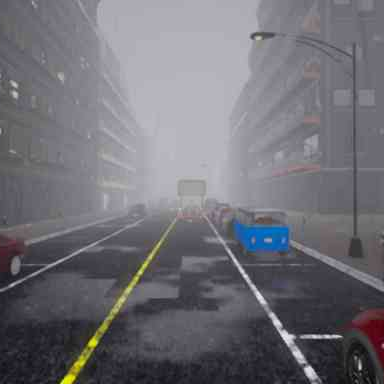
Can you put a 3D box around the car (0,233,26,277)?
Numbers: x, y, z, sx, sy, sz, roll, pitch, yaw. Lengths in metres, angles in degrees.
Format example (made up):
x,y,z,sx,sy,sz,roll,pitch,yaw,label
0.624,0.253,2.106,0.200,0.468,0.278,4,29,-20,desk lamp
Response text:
x,y,z,sx,sy,sz,roll,pitch,yaw,label
-5.695,1.628,7.890,1.887,1.381,4.507,0,-1,0,car

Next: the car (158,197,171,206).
x,y,z,sx,sy,sz,roll,pitch,yaw,label
-5.739,2.019,69.891,2.192,1.841,5.009,0,-1,0,car

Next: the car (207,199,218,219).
x,y,z,sx,sy,sz,roll,pitch,yaw,label
2.669,1.754,30.439,1.967,1.590,4.097,0,-1,0,car

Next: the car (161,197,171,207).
x,y,z,sx,sy,sz,roll,pitch,yaw,label
-5.736,2.089,64.254,1.967,1.590,4.097,0,-1,0,car

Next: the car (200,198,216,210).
x,y,z,sx,sy,sz,roll,pitch,yaw,label
2.658,1.798,47.348,2.192,1.841,5.009,0,-1,0,car

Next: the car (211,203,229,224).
x,y,z,sx,sy,sz,roll,pitch,yaw,label
2.673,1.801,24.801,1.887,1.381,4.507,0,-1,0,car

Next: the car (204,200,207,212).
x,y,z,sx,sy,sz,roll,pitch,yaw,label
2.665,1.921,36.073,2.008,1.369,4.403,0,-1,0,car

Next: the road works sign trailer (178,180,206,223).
x,y,z,sx,sy,sz,roll,pitch,yaw,label
-0.021,0.759,28.579,2.380,3.560,2.880,0,-1,0,road works sign trailer

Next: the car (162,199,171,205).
x,y,z,sx,sy,sz,roll,pitch,yaw,label
-5.744,2.341,75.525,1.802,1.307,4.206,0,-1,0,car

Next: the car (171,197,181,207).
x,y,z,sx,sy,sz,roll,pitch,yaw,label
-3.072,2.177,64.591,1.812,1.442,4.674,0,-1,1,car

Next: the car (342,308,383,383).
x,y,z,sx,sy,sz,roll,pitch,yaw,label
2.690,1.465,2.258,1.967,1.590,4.097,0,-1,0,car

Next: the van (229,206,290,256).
x,y,z,sx,sy,sz,roll,pitch,yaw,label
2.682,1.482,13.531,1.690,1.788,3.998,0,-1,0,van

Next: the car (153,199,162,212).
x,y,z,sx,sy,sz,roll,pitch,yaw,label
-5.723,2.006,47.173,1.752,1.417,4.829,0,-1,0,car

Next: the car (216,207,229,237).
x,y,z,sx,sy,sz,roll,pitch,yaw,label
2.677,1.765,19.165,1.947,1.339,4.313,0,-1,0,car

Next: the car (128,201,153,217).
x,y,z,sx,sy,sz,roll,pitch,yaw,label
-5.716,1.936,36.070,1.947,1.339,4.313,0,-1,0,car
